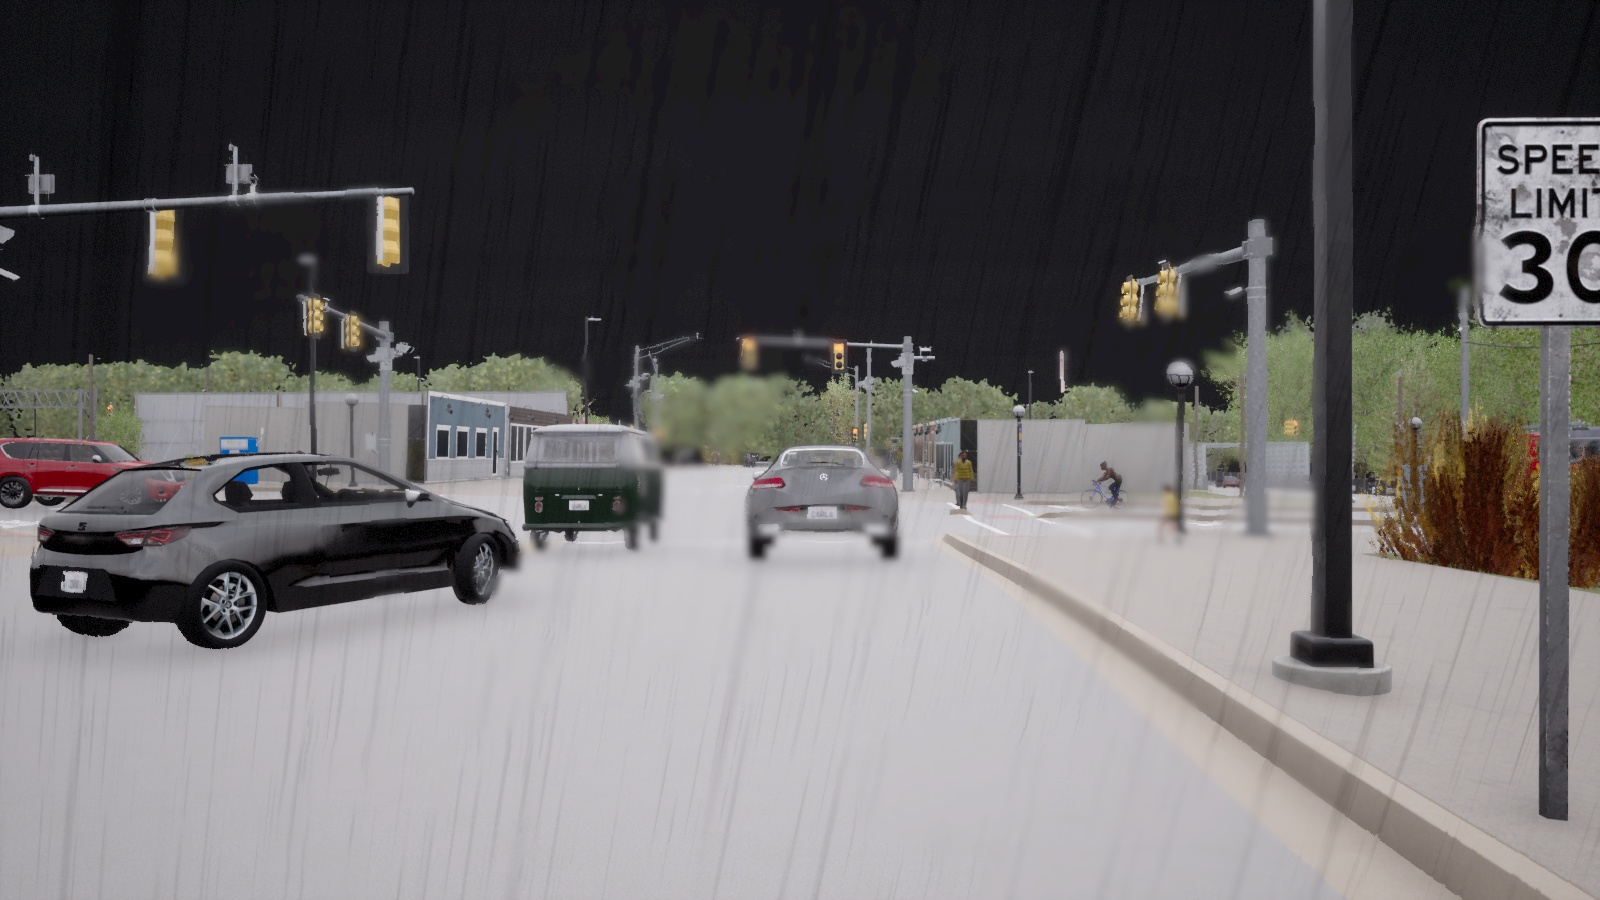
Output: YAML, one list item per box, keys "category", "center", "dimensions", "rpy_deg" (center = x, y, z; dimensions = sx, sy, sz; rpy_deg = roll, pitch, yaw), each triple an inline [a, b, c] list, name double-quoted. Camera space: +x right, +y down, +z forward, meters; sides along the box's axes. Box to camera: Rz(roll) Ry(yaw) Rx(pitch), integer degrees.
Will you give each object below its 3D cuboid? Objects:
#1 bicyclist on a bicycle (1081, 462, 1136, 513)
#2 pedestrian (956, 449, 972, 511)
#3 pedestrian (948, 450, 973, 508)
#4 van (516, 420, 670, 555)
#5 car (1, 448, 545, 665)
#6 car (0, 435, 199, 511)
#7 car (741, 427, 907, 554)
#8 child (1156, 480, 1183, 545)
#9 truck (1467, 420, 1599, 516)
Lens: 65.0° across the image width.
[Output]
- category: "bicyclist on a bicycle"
  center: [10.250, 1.247, 41.786]
  dimensions: [1.656, 1.620, 0.582]
  rpy_deg: [1, -1, 0]
- category: "pedestrian"
  center: [4.975, 0.907, 38.105]
  dimensions: [0.431, 1.840, 0.709]
  rpy_deg: [0, 1, 3]
- category: "pedestrian"
  center: [5.451, 0.968, 42.700]
  dimensions: [0.659, 1.952, 0.873]
  rpy_deg: [0, 1, 20]
- category: "van"
  center: [-3.282, 0.598, 20.731]
  dimensions: [1.775, 1.987, 4.442]
  rpy_deg: [0, -1, 0]
- category: "car"
  center: [-4.332, 0.746, 11.057]
  dimensions: [1.816, 1.474, 4.193]
  rpy_deg: [0, 1, 28]
- category: "car"
  center: [-21.005, 0.660, 36.899]
  dimensions: [5.566, 2.045, 2.150]
  rpy_deg: [1, 0, -3]
- category: "car"
  center: [0.350, 0.588, 18.883]
  dimensions: [2.152, 1.651, 5.027]
  rpy_deg: [0, -1, 1]
- category: "child"
  center: [6.489, 1.092, 22.046]
  dimensions: [0.255, 1.110, 0.394]
  rpy_deg: [0, 1, -27]
- category: "truck"
  center: [32.456, 0.826, 54.751]
  dimensions: [2.891, 3.827, 8.468]
  rpy_deg: [-1, -1, 6]
